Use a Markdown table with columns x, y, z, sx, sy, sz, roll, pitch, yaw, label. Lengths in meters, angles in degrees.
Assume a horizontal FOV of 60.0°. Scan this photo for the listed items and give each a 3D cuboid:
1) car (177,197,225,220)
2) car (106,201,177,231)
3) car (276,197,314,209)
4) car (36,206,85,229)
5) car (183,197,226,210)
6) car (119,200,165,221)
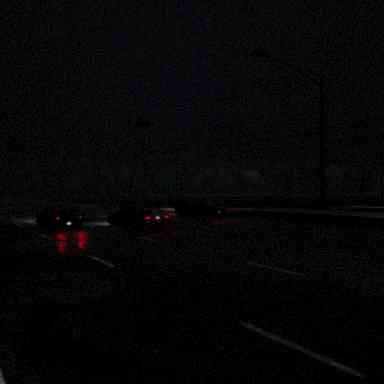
| x | y | z | sx | sy | sz | roll | pitch | yaw | label |
| --- | --- | --- | --- | --- | --- | --- | --- | --- | --- |
| 0.530 | 1.329 | 26.658 | 1.882 | 1.535 | 5.008 | -1 | 1 | -37 | car |
| -3.378 | 1.458 | 20.191 | 2.033 | 1.411 | 5.357 | -1 | 0 | -37 | car |
| 11.687 | 1.284 | 37.824 | 4.181 | 1.385 | 1.994 | 0 | 0 | -5 | car |
| -8.525 | 1.539 | 21.237 | 1.895 | 1.301 | 4.718 | -1 | 0 | -37 | car |
| 1.470 | 1.308 | 38.307 | 4.674 | 1.442 | 1.812 | 0 | 0 | 10 | car |
| -4.166 | 1.443 | 27.098 | 1.994 | 1.385 | 4.181 | -1 | 0 | -37 | car |
